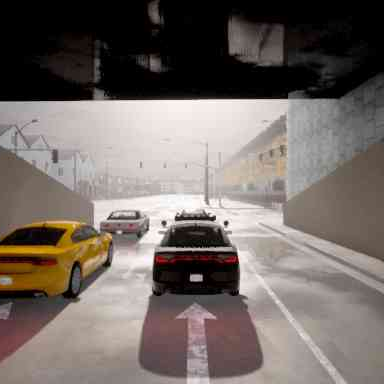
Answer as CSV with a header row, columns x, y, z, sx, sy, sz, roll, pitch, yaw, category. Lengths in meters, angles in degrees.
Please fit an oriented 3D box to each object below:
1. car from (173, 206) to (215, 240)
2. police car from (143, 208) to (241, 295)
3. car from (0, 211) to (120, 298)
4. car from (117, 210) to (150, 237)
x,y,z,sx,sy,sz,roll,pitch,yaw,category
0.094,1.561,17.852,1.994,1.385,4.181,0,0,0,car
0.087,1.424,8.890,1.930,1.638,5.238,0,0,0,police car
-3.409,1.476,8.565,1.882,1.535,5.008,0,0,0,car
-3.404,1.598,17.808,1.895,1.301,4.718,0,0,0,car
